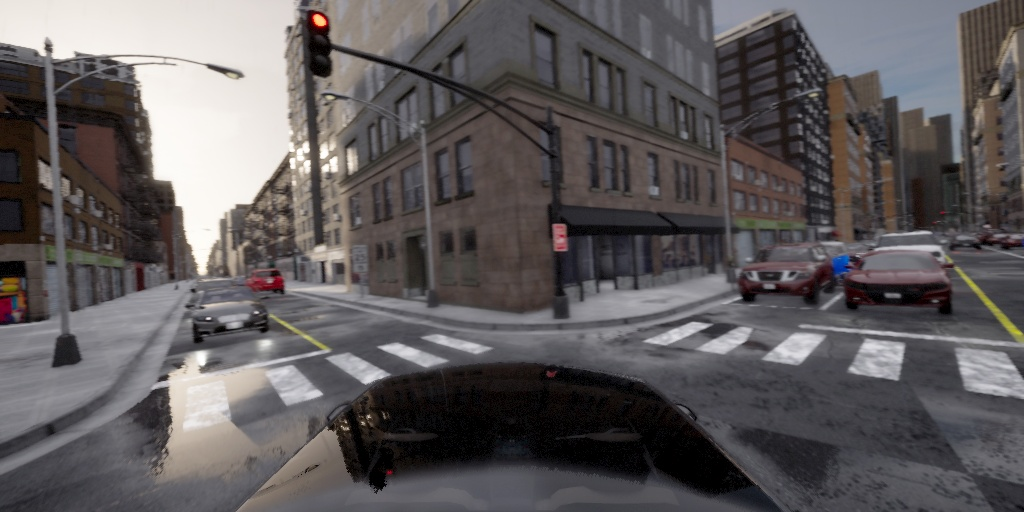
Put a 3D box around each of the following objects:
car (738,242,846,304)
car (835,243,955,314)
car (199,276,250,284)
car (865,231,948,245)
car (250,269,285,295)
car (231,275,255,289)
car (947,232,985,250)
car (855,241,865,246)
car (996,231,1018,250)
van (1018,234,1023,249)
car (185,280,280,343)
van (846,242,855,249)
[{"bbox_3d":[9.719,0.490,12.500,5.009,1.841,2.192,0,0,-41],"label":"car"},{"bbox_3d":[11.038,0.576,10.282,5.008,1.535,1.882,-3,0,-41],"label":"car"},{"bbox_3d":[-15.562,2.006,19.005,2.097,1.767,4.553,-4,0,-41],"label":"car"},{"bbox_3d":[18.623,-0.126,16.897,5.566,2.045,2.150,-3,0,-41],"label":"car"},{"bbox_3d":[-19.876,2.108,28.845,2.150,2.045,5.566,-4,0,-41],"label":"car"},{"bbox_3d":[-33.452,3.199,44.514,2.033,1.411,5.357,-4,0,-41],"label":"car"},{"bbox_3d":[44.019,-1.311,34.925,4.674,1.442,1.812,-3,0,-41],"label":"car"},{"bbox_3d":[22.147,-0.115,23.334,4.097,1.591,1.967,0,0,-41],"label":"car"},{"bbox_3d":[44.305,-1.269,31.350,4.207,1.307,1.802,0,0,-41],"label":"car"},{"bbox_3d":[36.020,-1.023,24.127,3.998,1.789,1.690,0,0,-41],"label":"van"},{"bbox_3d":[-9.567,1.807,12.106,2.128,1.511,4.902,-4,0,-41],"label":"car"},{"bbox_3d":[13.861,0.273,16.111,3.998,1.789,1.690,0,0,-41],"label":"van"}]
